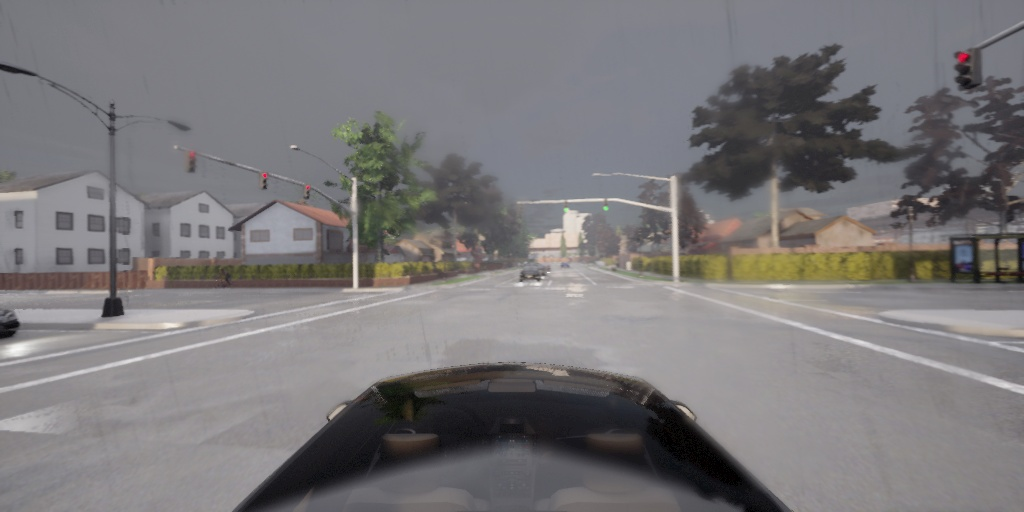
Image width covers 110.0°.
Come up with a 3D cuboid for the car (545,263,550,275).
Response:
[{"bbox_3d":[3.251,1.744,44.052,2.033,1.411,5.357,-1,-1,9],"label":"car"}]

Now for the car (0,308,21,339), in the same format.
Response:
[{"bbox_3d":[-16.345,1.684,9.812,4.674,1.442,1.812,-1,-1,8],"label":"car"}]

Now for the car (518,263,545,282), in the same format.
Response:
[{"bbox_3d":[1.799,1.607,33.817,1.837,1.490,4.892,-1,-1,8],"label":"car"}]

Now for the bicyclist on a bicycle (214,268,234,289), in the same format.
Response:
[{"bbox_3d":[-22.797,1.805,28.414,0.582,1.620,1.656,-1,0,8],"label":"bicyclist on a bicycle"}]
